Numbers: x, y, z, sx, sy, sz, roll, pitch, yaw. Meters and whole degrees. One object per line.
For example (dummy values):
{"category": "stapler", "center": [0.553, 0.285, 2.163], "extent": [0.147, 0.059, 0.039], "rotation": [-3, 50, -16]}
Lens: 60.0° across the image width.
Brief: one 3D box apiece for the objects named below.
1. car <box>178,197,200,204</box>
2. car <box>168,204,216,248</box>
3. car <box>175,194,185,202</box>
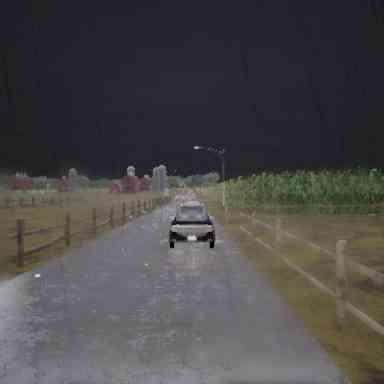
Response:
{"category": "car", "center": [0.000, 1.482, 29.656], "extent": [1.882, 1.535, 5.008], "rotation": [0, 0, 0]}
{"category": "car", "center": [0.000, 1.492, 14.653], "extent": [2.128, 1.511, 4.902], "rotation": [0, 0, 0]}
{"category": "car", "center": [-2.750, 1.294, 75.761], "extent": [2.097, 1.767, 4.553], "rotation": [0, 0, 0]}
